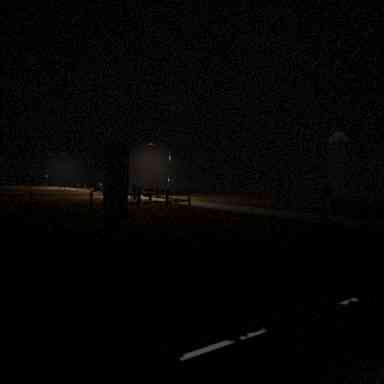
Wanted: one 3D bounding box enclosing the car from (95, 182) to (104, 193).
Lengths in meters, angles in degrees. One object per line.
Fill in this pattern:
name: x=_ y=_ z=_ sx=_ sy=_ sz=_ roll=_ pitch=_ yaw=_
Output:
car: x=-13.916 y=-0.717 z=53.301 sx=2.097 sy=1.767 sz=4.553 roll=2 pitch=1 yaw=-36
